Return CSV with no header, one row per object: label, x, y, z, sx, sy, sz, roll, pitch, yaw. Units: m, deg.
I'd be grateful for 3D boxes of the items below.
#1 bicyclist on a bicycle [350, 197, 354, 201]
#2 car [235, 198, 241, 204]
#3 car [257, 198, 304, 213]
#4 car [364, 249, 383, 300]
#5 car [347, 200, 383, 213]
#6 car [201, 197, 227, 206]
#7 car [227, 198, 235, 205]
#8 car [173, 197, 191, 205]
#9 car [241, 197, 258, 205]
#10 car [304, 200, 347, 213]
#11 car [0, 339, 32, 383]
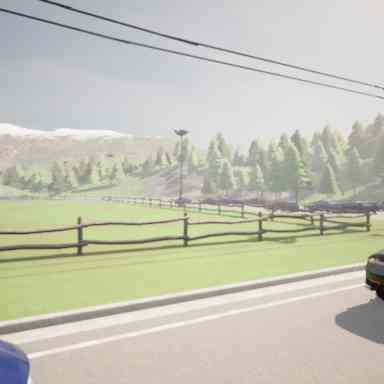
bicyclist on a bicycle,24.950,1.567,51.722,1.656,1.620,0.582,0,0,-29
car,8.096,1.805,66.445,1.895,1.301,4.718,0,0,-29
car,10.699,1.648,40.414,2.128,1.511,4.902,0,0,-29
car,5.716,1.541,6.961,4.902,1.511,2.128,0,0,-29
car,19.422,1.804,39.187,1.895,1.301,4.718,0,0,-29
car,3.479,1.711,60.377,2.033,1.411,5.357,0,0,-29
car,5.500,1.661,63.924,1.882,1.535,5.008,0,0,-29
car,-1.861,1.665,62.728,1.812,1.442,4.674,0,0,-29
car,12.576,1.775,65.624,2.033,1.411,5.357,0,0,-29
car,15.327,1.706,39.328,1.812,1.442,4.674,0,0,-29
car,-3.408,1.509,1.732,4.674,1.442,1.812,0,0,-30
